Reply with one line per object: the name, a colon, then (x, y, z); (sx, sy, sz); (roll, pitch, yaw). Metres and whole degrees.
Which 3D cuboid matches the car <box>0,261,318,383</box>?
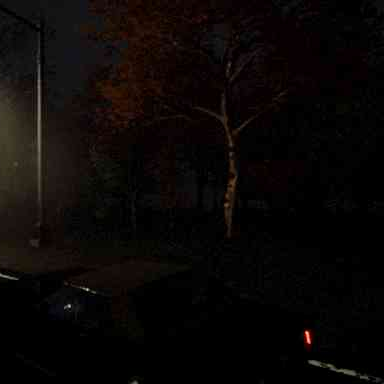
car: (-0.997, 1.632, 4.397); (4.718, 1.301, 1.895); (-1, 0, 35)
